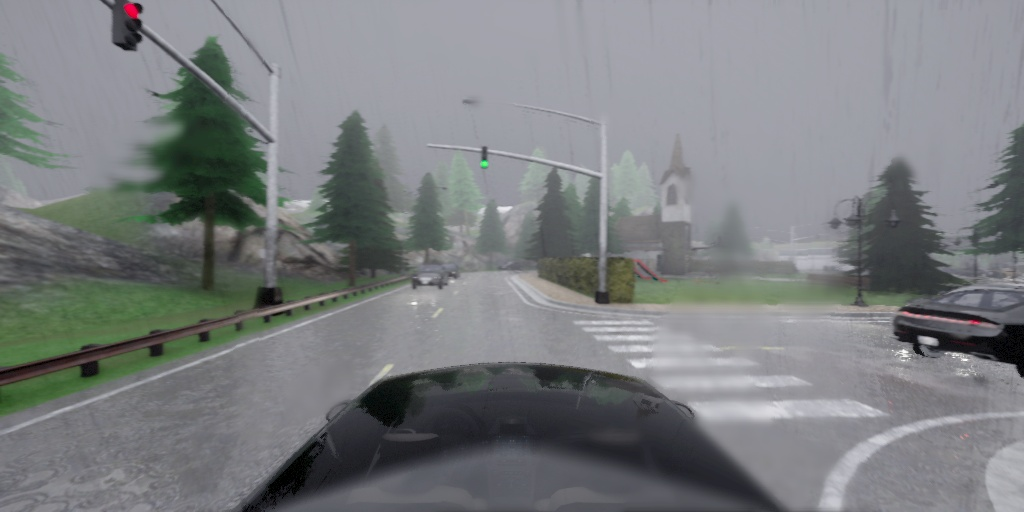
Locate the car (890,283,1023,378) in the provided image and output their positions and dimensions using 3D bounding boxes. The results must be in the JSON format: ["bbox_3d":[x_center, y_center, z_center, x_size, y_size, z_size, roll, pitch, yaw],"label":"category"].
[{"bbox_3d":[10.230,1.421,6.858,4.902,1.511,2.128,1,0,-3],"label":"car"}]

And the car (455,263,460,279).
[{"bbox_3d":[-5.871,1.364,33.519,2.033,1.411,5.357,1,0,-3],"label":"car"}]

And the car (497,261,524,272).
[{"bbox_3d":[-0.184,1.510,52.368,1.837,1.490,4.892,0,-1,39],"label":"car"}]

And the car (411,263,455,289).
[{"bbox_3d":[-5.160,1.268,23.149,2.128,1.511,4.902,1,0,-4],"label":"car"}]
